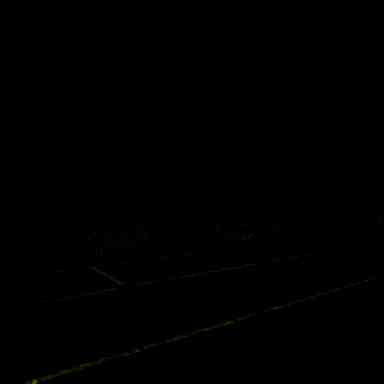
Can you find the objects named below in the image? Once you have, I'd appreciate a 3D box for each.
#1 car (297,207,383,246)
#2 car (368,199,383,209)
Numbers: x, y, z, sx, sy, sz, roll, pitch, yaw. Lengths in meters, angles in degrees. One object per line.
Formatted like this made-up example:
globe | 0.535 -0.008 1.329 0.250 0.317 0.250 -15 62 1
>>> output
car | 6.687 1.565 15.285 4.313 1.339 1.947 0 0 -35
car | 11.275 1.314 18.559 5.009 1.841 2.192 0 0 -35
